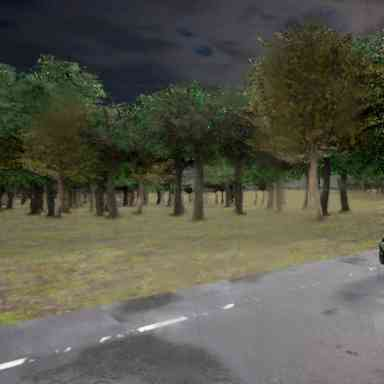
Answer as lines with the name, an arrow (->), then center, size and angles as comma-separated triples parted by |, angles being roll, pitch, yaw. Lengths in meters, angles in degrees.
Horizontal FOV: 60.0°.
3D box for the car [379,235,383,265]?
car -> 7.527, 1.226, 9.358 | 5.566, 2.045, 2.150 | 0, 0, -35
